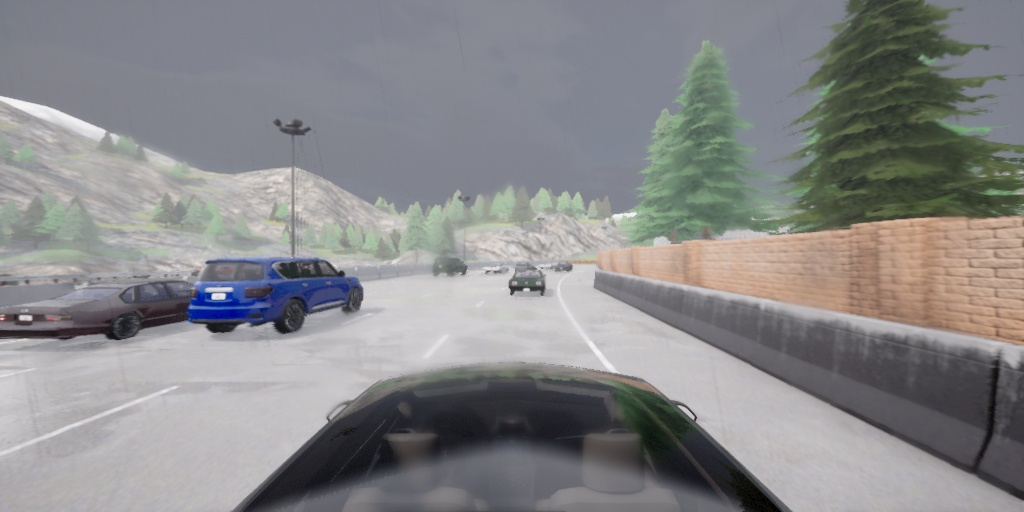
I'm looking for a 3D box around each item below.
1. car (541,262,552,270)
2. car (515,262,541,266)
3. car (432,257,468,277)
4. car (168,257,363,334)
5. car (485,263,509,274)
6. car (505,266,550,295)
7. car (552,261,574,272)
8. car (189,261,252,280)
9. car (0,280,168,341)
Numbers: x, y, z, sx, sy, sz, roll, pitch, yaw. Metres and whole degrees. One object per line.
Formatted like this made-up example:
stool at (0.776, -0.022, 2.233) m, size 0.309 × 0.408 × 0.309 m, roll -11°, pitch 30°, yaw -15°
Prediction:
car at (5.624, 1.515, 55.116) m, size 1.895 × 1.301 × 4.718 m, roll 0°, pitch 0°, yaw 20°
car at (1.548, 1.380, 41.954) m, size 2.128 × 1.511 × 4.902 m, roll 0°, pitch 0°, yaw 15°
car at (-6.549, 1.143, 38.333) m, size 2.150 × 2.045 × 5.566 m, roll 0°, pitch 0°, yaw 12°
car at (-6.749, 1.044, 11.099) m, size 2.150 × 2.045 × 5.566 m, roll -1°, pitch 0°, yaw 3°
car at (-1.716, 1.513, 43.643) m, size 1.895 × 1.301 × 4.718 m, roll 0°, pitch 0°, yaw 15°
car at (0.991, 1.413, 20.231) m, size 1.895 × 1.301 × 4.718 m, roll 0°, pitch 0°, yaw 7°
car at (7.089, 1.407, 48.507) m, size 1.812 × 1.442 × 4.674 m, roll 0°, pitch 0°, yaw 18°
car at (-28.712, 1.383, 35.490) m, size 2.097 × 1.767 × 4.553 m, roll 0°, pitch 0°, yaw 10°
car at (-10.322, 1.386, 10.216) m, size 2.033 × 1.411 × 5.357 m, roll 0°, pitch 0°, yaw 3°
